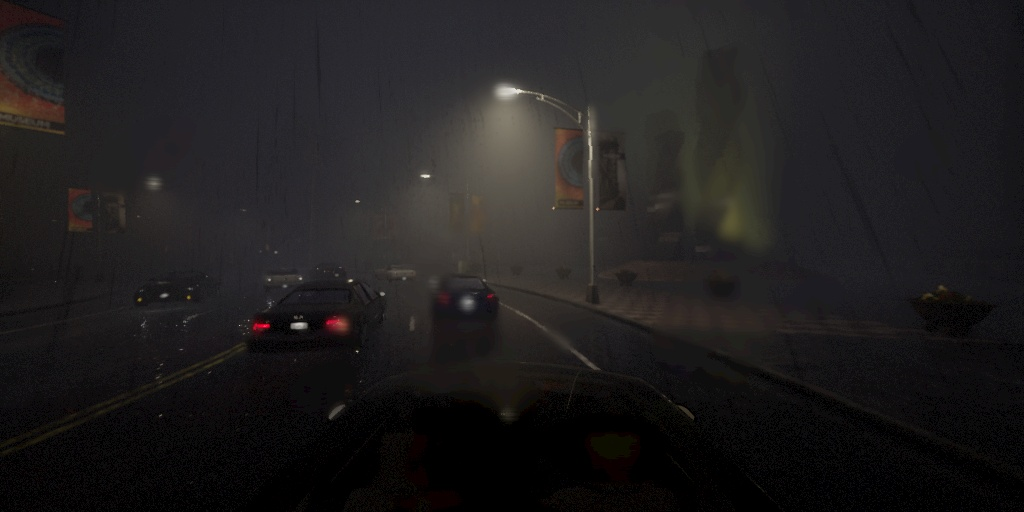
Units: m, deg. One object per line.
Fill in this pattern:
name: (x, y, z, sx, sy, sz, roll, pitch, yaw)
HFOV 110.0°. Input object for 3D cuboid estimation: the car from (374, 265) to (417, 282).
car: (-8.867, 1.292, 26.940, 1.895, 1.301, 4.718, 0, 0, -36)

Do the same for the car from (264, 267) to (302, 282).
car: (-13.594, 1.342, 21.342, 1.895, 1.301, 4.718, 0, 0, -35)

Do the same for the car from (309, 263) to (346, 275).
car: (-14.493, 1.242, 28.229, 1.812, 1.442, 4.674, 0, 0, -42)

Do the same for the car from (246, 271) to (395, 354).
car: (-4.344, 1.291, 8.863, 2.033, 1.411, 5.357, 0, 0, -12)

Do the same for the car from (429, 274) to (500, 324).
car: (-1.714, 1.279, 11.973, 1.994, 1.385, 4.181, 0, 0, -14)

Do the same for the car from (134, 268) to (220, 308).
car: (-14.378, 1.334, 15.645, 1.994, 1.385, 4.181, 0, 0, -28)
